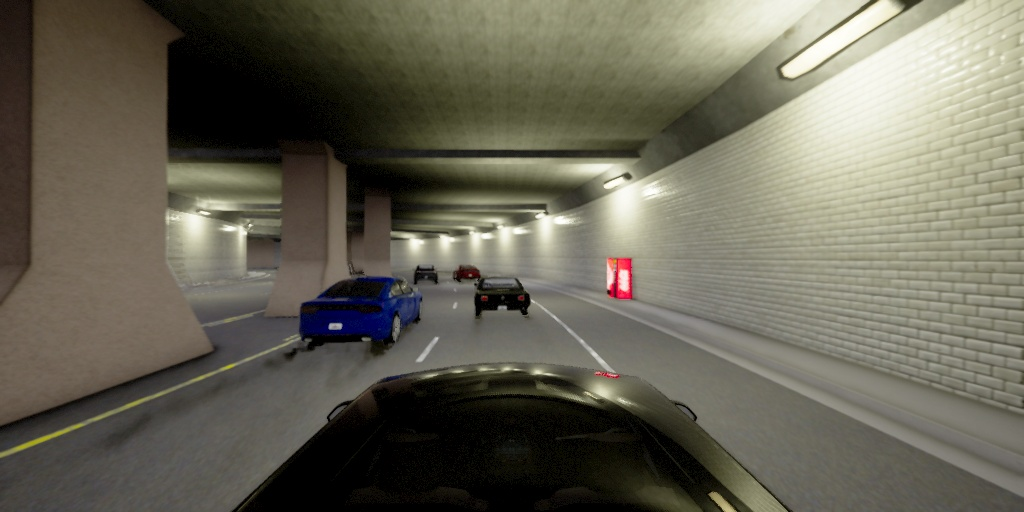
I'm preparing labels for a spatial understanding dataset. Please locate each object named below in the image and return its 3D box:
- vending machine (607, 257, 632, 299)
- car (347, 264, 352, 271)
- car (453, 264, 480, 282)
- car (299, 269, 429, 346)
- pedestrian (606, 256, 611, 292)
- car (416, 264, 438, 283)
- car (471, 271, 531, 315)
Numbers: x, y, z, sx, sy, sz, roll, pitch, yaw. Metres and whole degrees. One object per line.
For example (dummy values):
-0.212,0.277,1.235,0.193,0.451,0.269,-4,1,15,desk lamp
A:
5.081,1.053,16.995,1.100,2.100,0.880,0,0,-7,vending machine
-21.571,1.586,45.547,1.812,1.442,4.674,0,0,-31,car
-4.070,1.438,31.514,1.882,1.535,5.008,0,0,-16,car
-3.702,1.284,9.694,1.882,1.535,5.008,0,0,-3,car
4.934,0.911,18.106,0.375,1.860,0.375,0,0,-8,pedestrian
-7.230,1.440,29.839,2.128,1.511,4.902,0,0,-16,car
-0.535,1.437,13.944,1.895,1.301,4.718,0,0,-6,car
